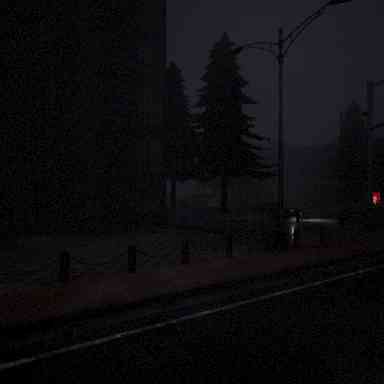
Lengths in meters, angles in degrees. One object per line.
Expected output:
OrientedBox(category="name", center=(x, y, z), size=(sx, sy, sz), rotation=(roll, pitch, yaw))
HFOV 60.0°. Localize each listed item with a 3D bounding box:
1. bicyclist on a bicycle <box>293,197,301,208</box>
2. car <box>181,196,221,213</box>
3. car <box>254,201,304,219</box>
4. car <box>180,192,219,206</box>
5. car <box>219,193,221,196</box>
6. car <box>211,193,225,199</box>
OrientedBox(category="bicyclist on a bicycle", center=(11.559, 1.316, 36.665), size=(1.656, 1.620, 0.582), rotation=(0, 0, -37))
OrientedBox(category="car", center=(1.287, 1.493, 37.872), size=(1.882, 1.535, 5.008), rotation=(0, 0, -37))
OrientedBox(category="car", center=(7.616, 1.541, 29.505), size=(1.812, 1.442, 4.674), rotation=(0, 0, -38))
OrientedBox(category="car", center=(0.675, 1.236, 44.795), size=(2.150, 2.045, 5.566), rotation=(0, 0, -37))
OrientedBox(category="car", center=(5.304, 1.113, 92.476), size=(1.932, 1.855, 4.605), rotation=(0, 0, -37))
OrientedBox(category="car", center=(7.394, 1.092, 94.536), size=(1.905, 1.878, 3.866), rotation=(0, 0, -37))
